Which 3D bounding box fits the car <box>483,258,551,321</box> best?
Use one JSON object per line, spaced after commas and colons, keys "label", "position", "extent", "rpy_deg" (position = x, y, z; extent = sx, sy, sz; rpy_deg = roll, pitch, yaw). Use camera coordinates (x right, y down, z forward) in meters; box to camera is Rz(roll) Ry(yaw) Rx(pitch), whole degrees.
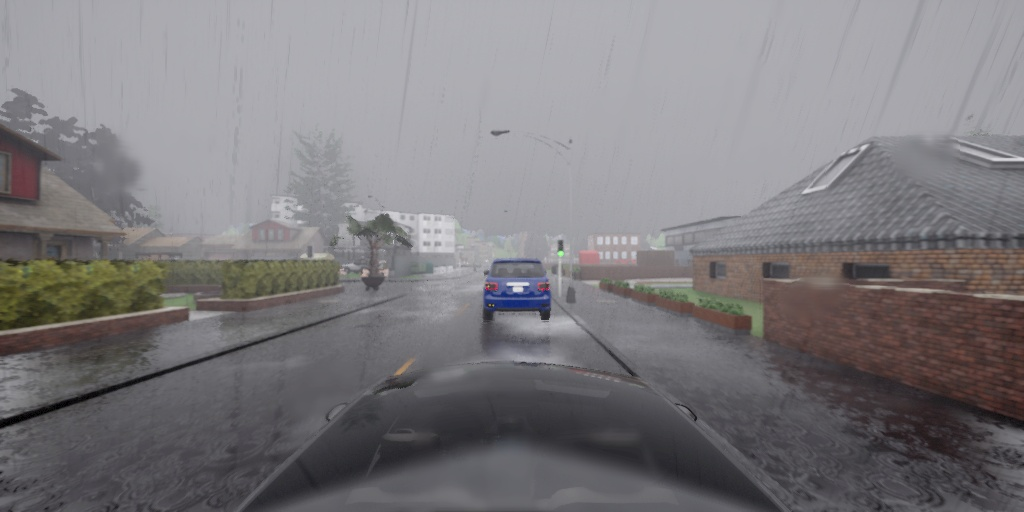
{"label": "car", "position": [0.129, 1.118, 13.227], "extent": [2.150, 2.045, 5.566], "rpy_deg": [0, -1, -1]}

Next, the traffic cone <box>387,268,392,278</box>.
{"label": "traffic cone", "position": [-15.321, 2.104, 44.057], "extent": [0.344, 0.586, 0.344], "rpy_deg": [0, 0, 0]}

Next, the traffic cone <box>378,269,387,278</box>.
{"label": "traffic cone", "position": [-15.683, 2.100, 43.488], "extent": [0.344, 0.586, 0.344], "rpy_deg": [0, 0, 0]}
